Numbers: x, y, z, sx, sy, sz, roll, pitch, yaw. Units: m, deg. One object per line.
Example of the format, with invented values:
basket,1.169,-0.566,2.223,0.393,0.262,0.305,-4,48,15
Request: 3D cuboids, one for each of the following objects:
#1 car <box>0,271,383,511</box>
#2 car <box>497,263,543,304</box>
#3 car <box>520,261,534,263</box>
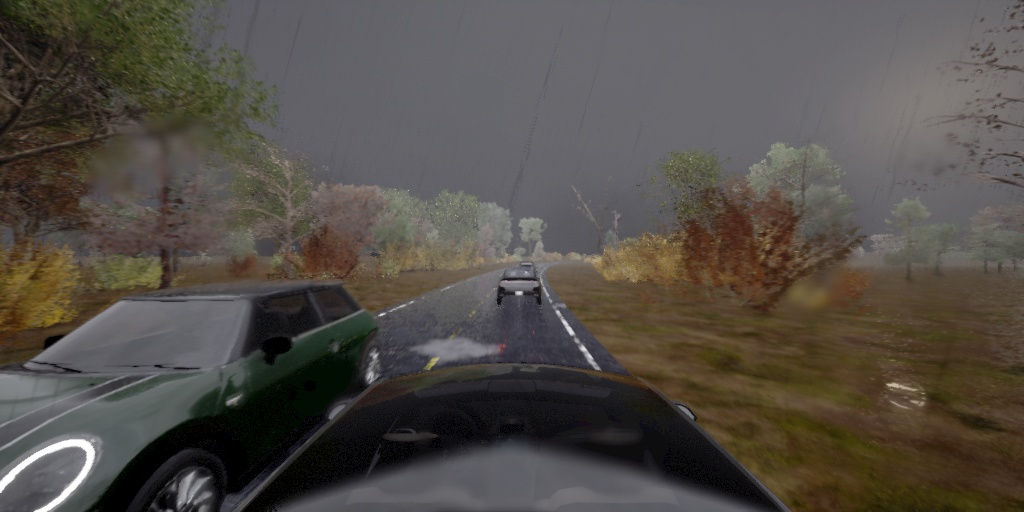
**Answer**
car,-3.059,1.091,3.629,2.097,1.767,4.553,0,0,1
car,0.365,1.245,16.447,2.128,1.511,4.902,0,0,2
car,1.533,1.269,36.531,1.837,1.490,4.892,0,0,5
